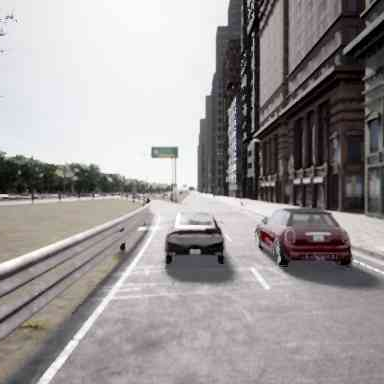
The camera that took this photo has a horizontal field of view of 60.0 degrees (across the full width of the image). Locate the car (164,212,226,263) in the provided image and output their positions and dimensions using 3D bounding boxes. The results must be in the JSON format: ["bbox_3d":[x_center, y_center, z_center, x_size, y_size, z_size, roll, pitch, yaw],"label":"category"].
[{"bbox_3d":[0.094,1.463,11.802,2.128,1.511,4.902,0,0,0],"label":"car"}]

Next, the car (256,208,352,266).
[{"bbox_3d":[3.593,1.325,11.557,2.097,1.767,4.553,0,0,0],"label":"car"}]
